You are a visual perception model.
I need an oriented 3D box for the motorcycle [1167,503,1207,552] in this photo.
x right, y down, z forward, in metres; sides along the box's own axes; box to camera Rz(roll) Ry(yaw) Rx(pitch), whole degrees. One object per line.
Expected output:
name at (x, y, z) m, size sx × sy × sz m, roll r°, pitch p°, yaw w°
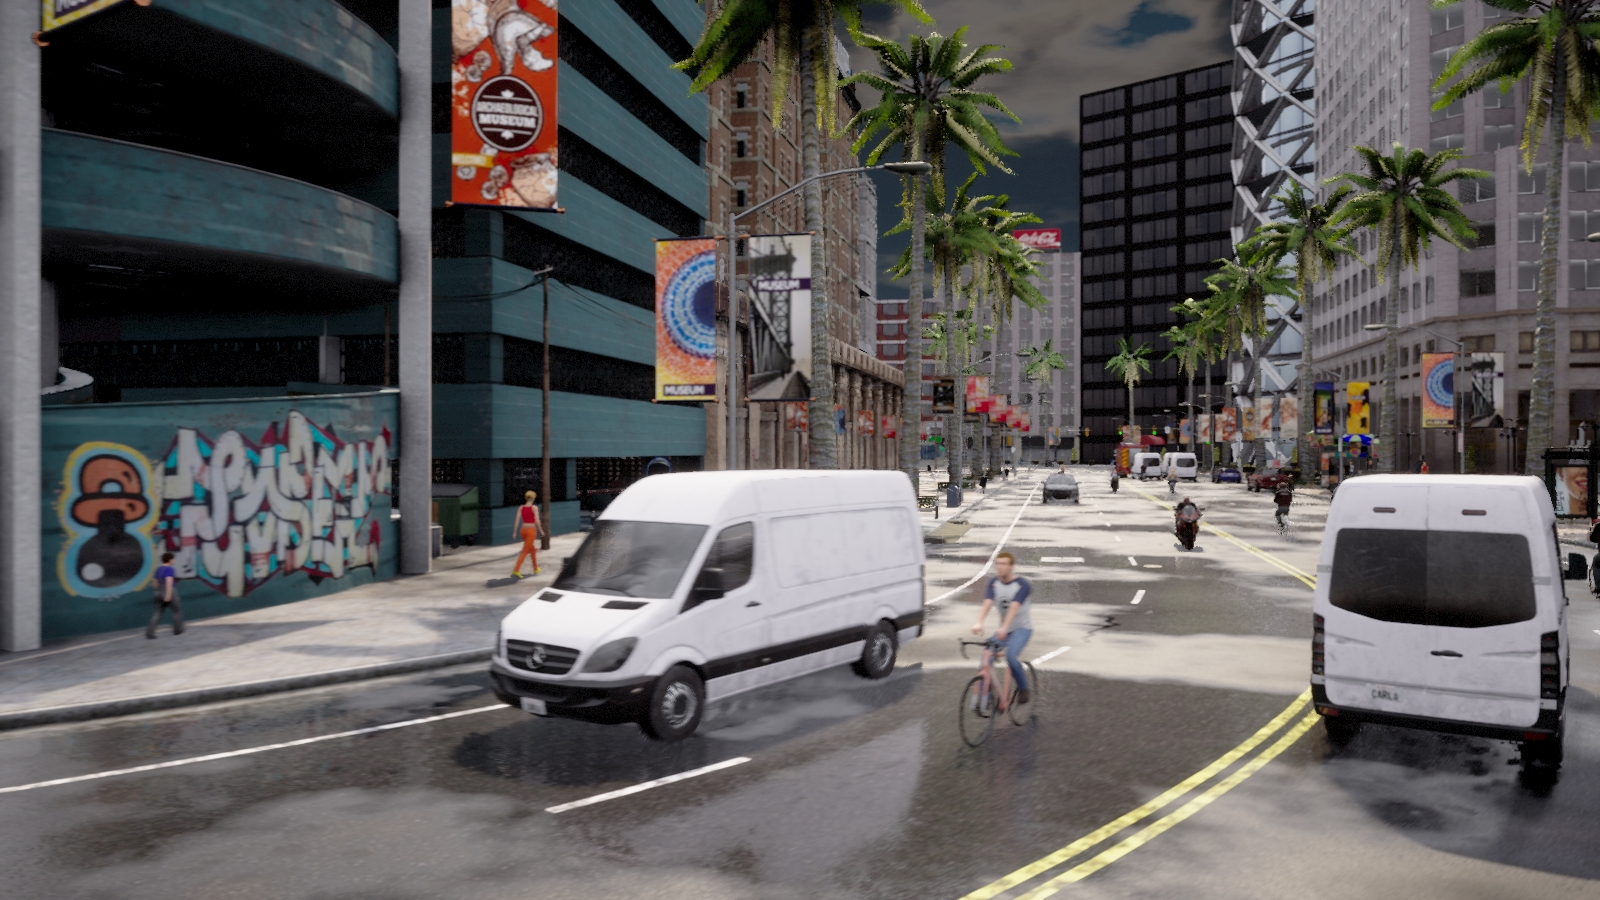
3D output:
motorcycle at (11.103, 2.211, 32.803) m, size 0.867 × 1.251 × 2.209 m, roll 0°, pitch 0°, yaw 13°

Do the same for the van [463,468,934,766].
van at (-0.796, 1.538, 13.162) m, size 1.988 × 2.561 × 5.915 m, roll 0°, pitch 0°, yaw 36°

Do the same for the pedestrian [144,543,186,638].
pedestrian at (-8.993, 1.982, 16.185) m, size 0.375 × 1.300 × 0.375 m, roll 0°, pitch 0°, yaw 15°

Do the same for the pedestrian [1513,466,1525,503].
pedestrian at (35.748, 1.709, 56.815) m, size 0.375 × 1.860 × 0.375 m, roll 0°, pitch 0°, yaw 12°

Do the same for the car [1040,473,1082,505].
car at (13.972, 2.046, 61.206) m, size 2.097 × 1.535 × 5.006 m, roll 0°, pitch 0°, yaw 13°

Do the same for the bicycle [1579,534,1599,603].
bicycle at (14.933, 2.212, 21.223) m, size 0.329 × 1.171 × 1.835 m, roll 0°, pitch 0°, yaw 20°

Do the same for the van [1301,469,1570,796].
van at (7.076, 1.536, 12.321) m, size 1.988 × 2.561 × 5.915 m, roll 0°, pitch 0°, yaw 34°

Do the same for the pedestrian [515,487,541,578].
pedestrian at (-5.659, 1.703, 23.748) m, size 0.375 × 1.860 × 0.375 m, roll 0°, pitch 0°, yaw 22°

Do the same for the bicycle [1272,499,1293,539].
bicycle at (15.557, 2.216, 36.877) m, size 0.329 × 1.171 × 1.835 m, roll 0°, pitch 0°, yaw 13°

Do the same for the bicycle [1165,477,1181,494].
bicycle at (23.937, 2.269, 73.403) m, size 0.859 × 1.080 × 1.487 m, roll 0°, pitch 0°, yaw 13°
